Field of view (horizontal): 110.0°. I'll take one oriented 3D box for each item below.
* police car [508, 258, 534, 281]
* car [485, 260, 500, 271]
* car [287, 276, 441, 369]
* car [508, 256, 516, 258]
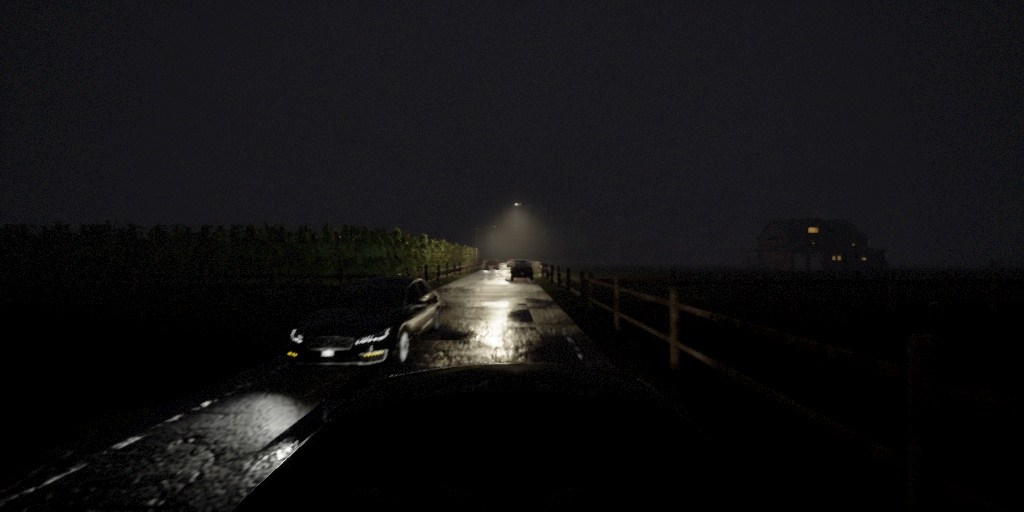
[{"bbox_3d":[0.823,1.205,31.119,1.930,1.638,5.238,0,0,0],"label":"police car"},{"bbox_3d":[-2.812,1.338,50.861,1.812,1.442,4.674,0,0,0],"label":"car"},{"bbox_3d":[-2.851,1.255,7.976,1.837,1.490,4.892,0,0,0],"label":"car"},{"bbox_3d":[0.822,1.158,46.979,2.097,1.767,4.553,0,0,0],"label":"car"}]
